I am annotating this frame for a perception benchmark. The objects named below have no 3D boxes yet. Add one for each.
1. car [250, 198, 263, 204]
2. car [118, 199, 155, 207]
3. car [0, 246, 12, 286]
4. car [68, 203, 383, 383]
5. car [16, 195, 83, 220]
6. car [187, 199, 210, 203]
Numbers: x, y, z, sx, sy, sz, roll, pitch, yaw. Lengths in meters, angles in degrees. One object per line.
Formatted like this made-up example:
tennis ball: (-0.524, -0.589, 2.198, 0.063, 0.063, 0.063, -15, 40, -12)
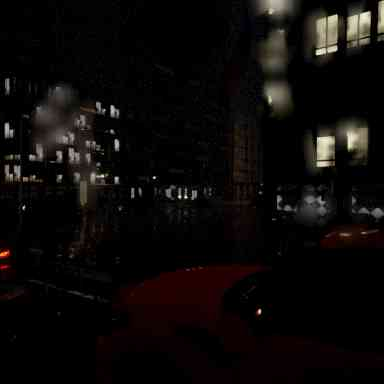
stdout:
car: (11.587, 1.793, 55.978, 2.033, 1.411, 5.357, 1, 0, 37)
car: (-6.196, 1.596, 37.424, 2.128, 1.511, 4.902, 1, 0, 37)
car: (-6.162, 1.522, 8.063, 4.674, 1.442, 1.812, 0, 0, 35)
car: (1.740, 1.222, 2.444, 5.566, 2.045, 2.150, 0, 0, 35)
car: (-12.282, 1.279, 29.195, 2.150, 2.045, 5.566, 1, 0, 39)
car: (0.773, 1.683, 46.773, 1.812, 1.442, 4.674, 1, 0, 37)
